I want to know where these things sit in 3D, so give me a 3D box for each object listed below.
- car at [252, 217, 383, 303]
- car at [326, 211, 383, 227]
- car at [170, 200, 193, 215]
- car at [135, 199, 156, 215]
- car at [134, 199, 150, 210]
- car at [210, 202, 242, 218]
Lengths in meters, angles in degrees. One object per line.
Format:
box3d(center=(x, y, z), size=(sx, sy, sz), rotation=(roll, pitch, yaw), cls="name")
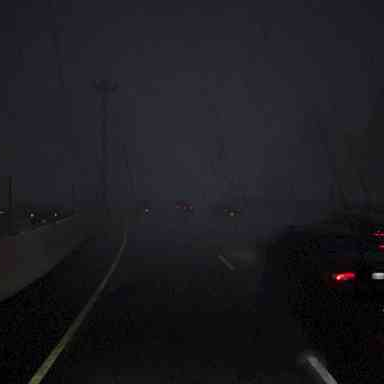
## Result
box3d(center=(3.097, 1.547, 8.436), size=(2.033, 1.411, 5.357), rotation=(0, 0, -6), cls="car")
box3d(center=(6.053, 1.504, 12.659), size=(1.837, 1.490, 4.892), rotation=(0, 0, -7), cls="car")
box3d(center=(-1.135, 1.547, 33.853), size=(2.033, 1.411, 5.357), rotation=(0, 0, -11), cls="car")
box3d(center=(-4.800, 1.505, 34.394), size=(1.837, 1.490, 4.892), rotation=(0, 0, -11), cls="car")
box3d(center=(-6.723, 1.601, 44.628), size=(1.895, 1.301, 4.718), rotation=(0, 0, -11), cls="car")
box3d(center=(3.025, 1.601, 30.640), size=(1.895, 1.301, 4.718), rotation=(0, 0, -11), cls="car")
